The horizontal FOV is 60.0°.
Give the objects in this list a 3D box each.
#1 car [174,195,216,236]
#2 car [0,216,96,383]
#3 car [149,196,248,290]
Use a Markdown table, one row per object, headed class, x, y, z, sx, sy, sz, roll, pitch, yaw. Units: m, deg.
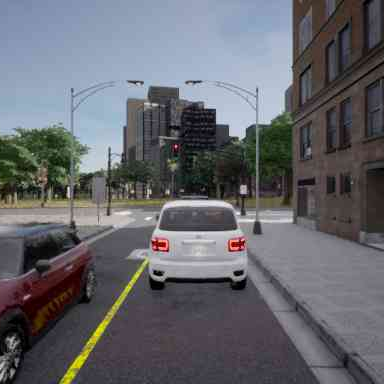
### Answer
| class | x | y | z | sx | sy | sz | roll | pitch | yaw |
| --- | --- | --- | --- | --- | --- | --- | --- | --- | --- |
| car | 0.140 | 1.223 | 19.784 | 2.150 | 2.045 | 5.566 | 0 | 0 | 0 |
| car | -3.088 | 1.352 | 5.162 | 2.097 | 1.767 | 4.553 | 0 | 0 | 0 |
| car | 0.122 | 1.222 | 9.216 | 2.150 | 2.045 | 5.566 | 0 | 0 | 0 |
